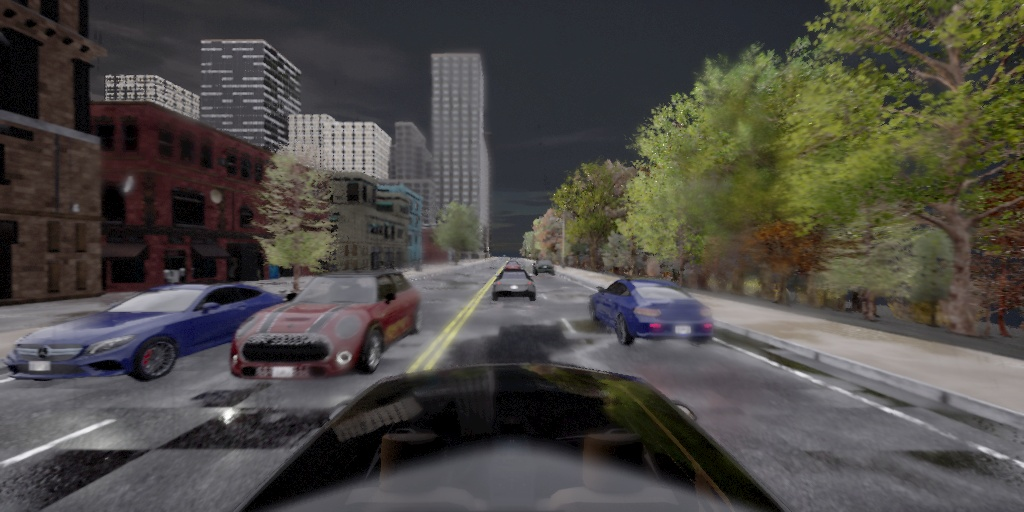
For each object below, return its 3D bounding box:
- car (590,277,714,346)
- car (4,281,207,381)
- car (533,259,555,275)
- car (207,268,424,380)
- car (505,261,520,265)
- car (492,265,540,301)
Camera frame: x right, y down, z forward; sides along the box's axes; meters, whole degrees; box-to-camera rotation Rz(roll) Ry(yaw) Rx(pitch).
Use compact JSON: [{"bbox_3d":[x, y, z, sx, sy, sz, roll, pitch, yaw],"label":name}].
[{"bbox_3d":[3.348,1.279,9.322,1.812,1.442,4.674,0,0,0],"label":"car"},{"bbox_3d":[-6.600,1.277,7.339,1.812,1.442,4.674,0,0,0],"label":"car"},{"bbox_3d":[3.340,1.109,38.415,2.097,1.767,4.553,0,0,0],"label":"car"},{"bbox_3d":[-3.350,1.104,7.484,2.097,1.767,4.553,0,0,0],"label":"car"},{"bbox_3d":[0.089,1.321,45.923,1.994,1.385,4.181,0,0,0],"label":"car"},{"bbox_3d":[0.096,1.319,17.559,1.994,1.385,4.181,0,0,0],"label":"car"}]
